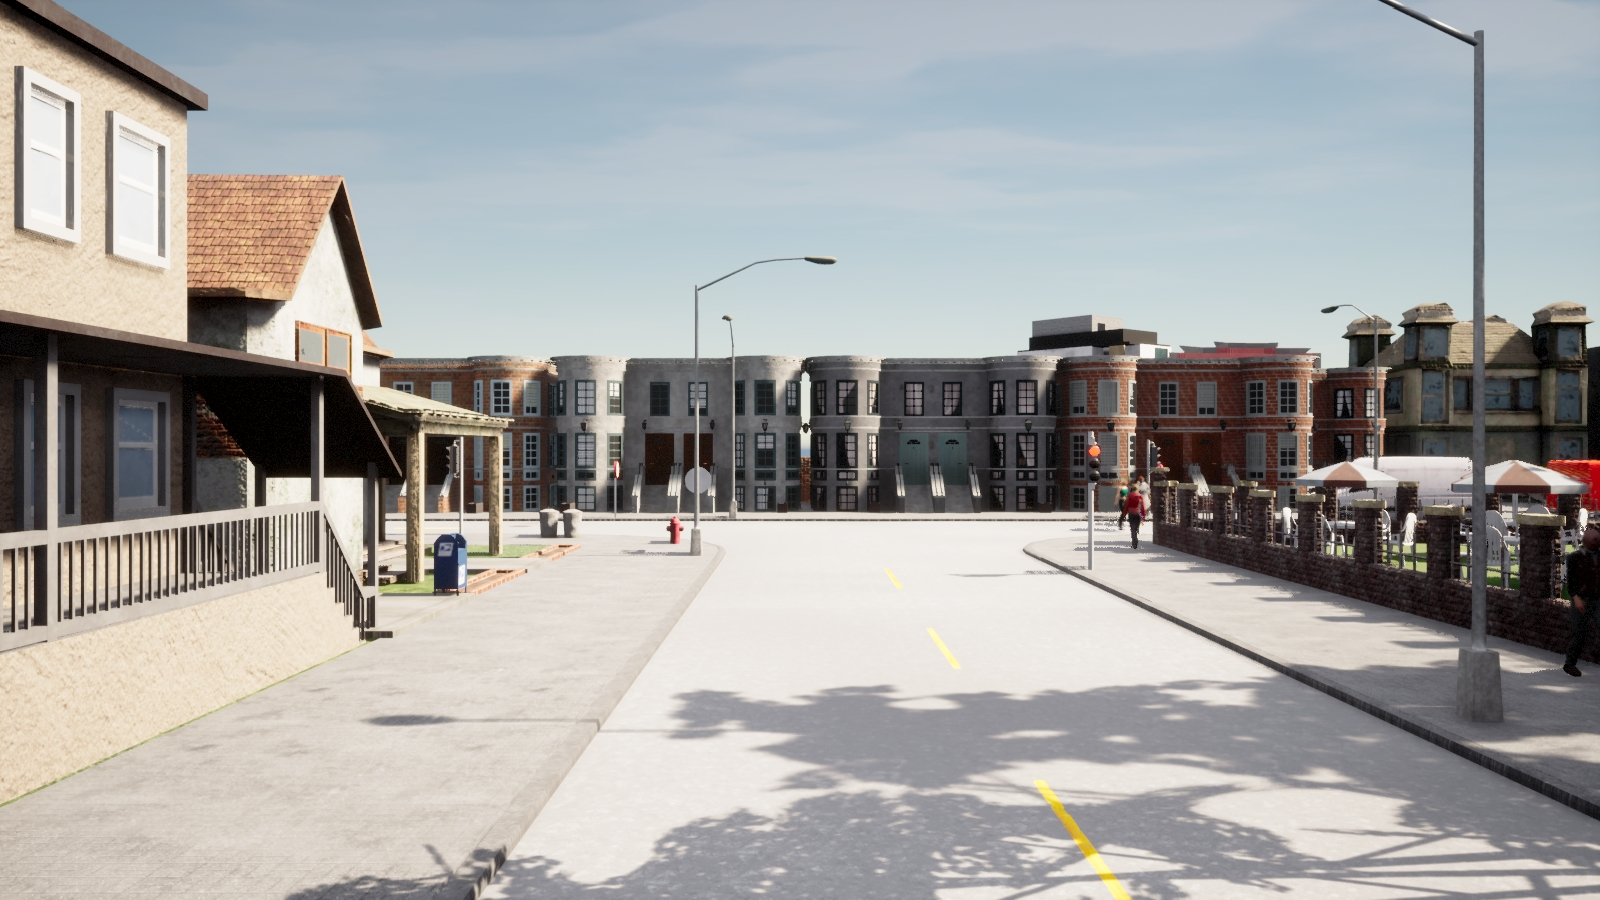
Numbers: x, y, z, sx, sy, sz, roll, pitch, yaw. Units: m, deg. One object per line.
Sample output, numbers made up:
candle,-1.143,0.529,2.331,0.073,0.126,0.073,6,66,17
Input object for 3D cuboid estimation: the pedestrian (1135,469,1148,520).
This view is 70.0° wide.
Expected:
pedestrian,12.623,1.629,42.209,0.375,1.860,0.375,0,0,5

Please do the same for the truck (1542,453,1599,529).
truck,28.620,1.348,38.755,5.204,2.467,2.627,0,0,0

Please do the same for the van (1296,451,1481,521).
van,21.937,1.315,42.744,5.915,2.561,1.988,0,0,0

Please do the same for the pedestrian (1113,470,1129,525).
pedestrian,11.019,1.629,39.179,0.375,1.860,0.375,0,0,-28

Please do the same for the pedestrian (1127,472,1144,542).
pedestrian,9.023,1.516,30.736,0.375,1.860,0.375,0,0,9

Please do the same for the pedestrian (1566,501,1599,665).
pedestrian,9.166,1.523,13.210,0.375,1.860,0.375,0,0,3
